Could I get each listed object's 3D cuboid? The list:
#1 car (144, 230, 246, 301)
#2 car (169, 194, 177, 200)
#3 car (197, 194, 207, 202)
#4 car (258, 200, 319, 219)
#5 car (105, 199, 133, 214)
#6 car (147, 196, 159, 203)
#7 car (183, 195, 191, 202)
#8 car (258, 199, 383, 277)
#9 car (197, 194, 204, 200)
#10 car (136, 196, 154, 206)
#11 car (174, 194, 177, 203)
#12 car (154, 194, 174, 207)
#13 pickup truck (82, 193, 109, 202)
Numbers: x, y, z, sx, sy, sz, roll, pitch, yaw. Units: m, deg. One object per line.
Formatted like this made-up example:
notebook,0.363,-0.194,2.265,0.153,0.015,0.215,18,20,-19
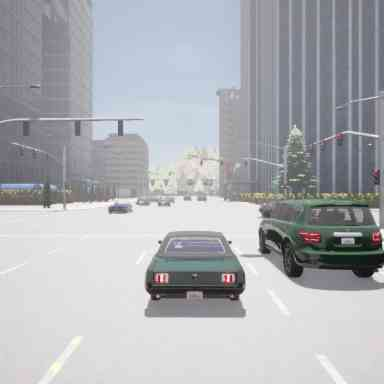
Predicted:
car,0.074,1.601,8.301,1.895,1.301,4.718,0,0,0
car,-4.683,1.238,82.646,1.882,1.535,5.008,0,0,-1
car,2.373,1.348,78.765,2.097,1.767,4.553,0,0,-1
car,8.238,1.491,28.922,4.902,1.511,2.128,0,0,12
car,-7.523,1.601,35.137,1.895,1.301,4.718,0,0,-1
car,-7.977,1.556,68.085,1.994,1.385,4.181,0,0,-1
car,-1.122,1.500,78.496,1.837,1.490,4.892,0,0,-1
car,3.585,1.221,10.330,2.150,2.045,5.566,0,0,0
car,2.227,1.386,89.046,1.882,1.535,5.008,0,0,-1
car,-7.856,1.491,53.505,2.128,1.511,4.902,0,0,-1
car,-4.482,1.492,67.133,2.128,1.511,4.902,0,0,0
car,-4.340,1.491,52.258,2.128,1.511,4.902,0,0,-1
pickup truck,-21.173,1.058,73.355,2.390,2.098,6.274,0,0,30
